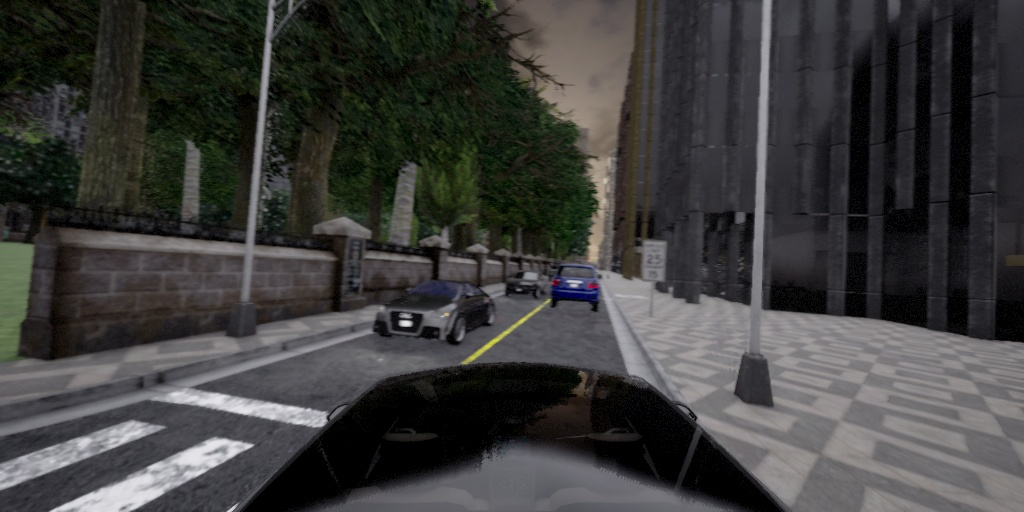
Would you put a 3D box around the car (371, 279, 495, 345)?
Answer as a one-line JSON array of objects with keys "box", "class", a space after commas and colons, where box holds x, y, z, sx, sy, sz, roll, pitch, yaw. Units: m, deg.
[{"box": [-1.839, 1.339, 9.710, 1.994, 1.385, 4.181, 3, -1, 13], "class": "car"}]

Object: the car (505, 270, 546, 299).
[{"box": [0.943, 1.628, 21.794, 1.882, 1.535, 5.008, 3, -1, 13], "class": "car"}]

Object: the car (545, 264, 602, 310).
[{"box": [3.257, 1.442, 17.967, 2.150, 2.045, 5.566, 3, -1, 13], "class": "car"}]

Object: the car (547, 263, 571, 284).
[{"box": [5.484, 1.967, 41.258, 2.150, 2.045, 5.566, 3, -1, 13], "class": "car"}]
